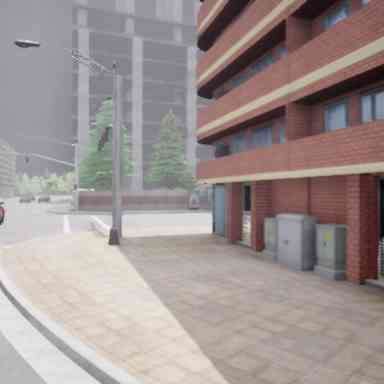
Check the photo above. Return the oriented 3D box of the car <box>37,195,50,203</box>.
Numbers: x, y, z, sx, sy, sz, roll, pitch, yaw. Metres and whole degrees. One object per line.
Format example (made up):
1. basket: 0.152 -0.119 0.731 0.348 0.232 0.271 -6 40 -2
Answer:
1. car: -32.546 1.643 72.620 1.812 1.442 4.674 0 0 -20

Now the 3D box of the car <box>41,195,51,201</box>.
1. car: -35.975 1.501 81.971 1.812 1.442 4.674 0 0 -20

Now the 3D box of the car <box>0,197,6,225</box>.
1. car: -13.742 1.276 21.684 2.150 2.045 5.566 0 0 -20

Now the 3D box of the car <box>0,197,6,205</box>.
1. car: -36.000 1.610 61.707 1.812 1.442 4.674 0 0 -20

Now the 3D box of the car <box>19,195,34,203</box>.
1. car: -35.725 1.647 71.122 2.033 1.411 5.357 0 0 -20
